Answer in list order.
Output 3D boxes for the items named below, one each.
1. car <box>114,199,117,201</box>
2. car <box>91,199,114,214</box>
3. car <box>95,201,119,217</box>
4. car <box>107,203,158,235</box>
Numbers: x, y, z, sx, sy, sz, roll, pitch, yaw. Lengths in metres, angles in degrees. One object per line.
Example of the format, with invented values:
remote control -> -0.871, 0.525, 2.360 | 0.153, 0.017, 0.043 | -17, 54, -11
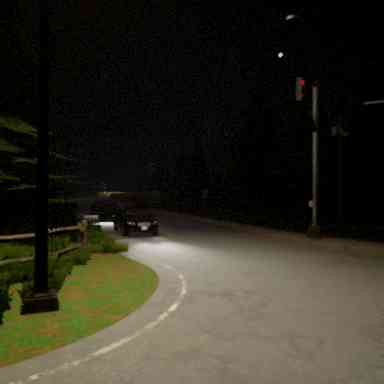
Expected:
car -> -13.848, 1.982, 58.205 | 2.033, 1.411, 5.357 | 1, -1, -19
car -> -10.629, 1.750, 38.663 | 1.882, 1.535, 5.008 | 1, -1, -20
car -> -6.927, 1.768, 28.727 | 1.994, 1.385, 4.181 | 1, -1, -21
car -> -3.376, 1.633, 19.508 | 2.128, 1.511, 4.902 | 1, -1, -22
